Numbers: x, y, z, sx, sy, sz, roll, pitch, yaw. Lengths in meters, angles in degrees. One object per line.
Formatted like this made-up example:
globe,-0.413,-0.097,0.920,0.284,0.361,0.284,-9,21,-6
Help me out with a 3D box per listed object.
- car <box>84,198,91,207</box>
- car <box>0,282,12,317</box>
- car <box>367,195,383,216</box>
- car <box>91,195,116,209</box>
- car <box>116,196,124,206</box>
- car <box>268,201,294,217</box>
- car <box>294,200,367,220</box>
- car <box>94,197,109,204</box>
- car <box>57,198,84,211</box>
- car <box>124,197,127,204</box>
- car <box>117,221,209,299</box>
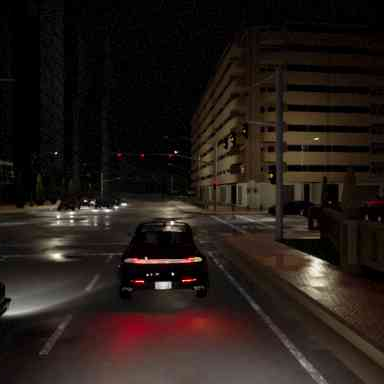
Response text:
car,-15.896,1.547,49.949,2.033,1.411,5.357,0,0,-6
car,-3.775,1.547,3.047,2.033,1.411,5.357,0,0,-4
car,19.554,1.277,32.527,5.566,2.045,2.150,0,0,-6
car,-11.802,1.526,44.790,1.812,1.442,4.674,0,0,-5
car,-12.787,1.352,53.785,2.097,1.767,4.553,0,0,-6
car,9.696,1.533,31.399,5.008,1.535,1.882,0,0,-7
car,11.627,1.547,28.096,4.902,1.511,2.128,0,0,-6
car,-17.380,1.600,64.138,1.895,1.301,4.718,0,0,-6
car,-14.859,1.526,40.415,1.812,1.442,4.674,0,0,-6
car,-14.024,1.601,65.758,1.895,1.301,4.718,0,0,-6
car,-0.711,1.492,8.491,2.128,1.511,4.902,0,0,-4
